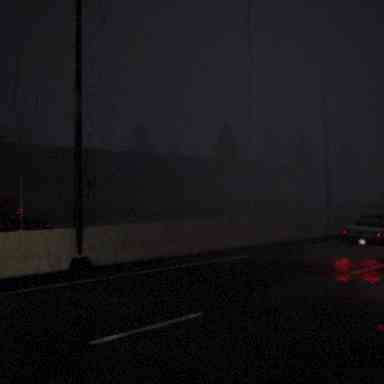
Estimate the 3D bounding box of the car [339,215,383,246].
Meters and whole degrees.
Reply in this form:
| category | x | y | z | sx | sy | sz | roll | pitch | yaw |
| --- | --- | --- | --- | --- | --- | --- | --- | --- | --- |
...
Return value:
| category | x | y | z | sx | sy | sz | roll | pitch | yaw |
| --- | --- | --- | --- | --- | --- | --- | --- | --- | --- |
| car | 8.295 | 1.605 | 13.960 | 4.718 | 1.301 | 1.895 | 0 | 0 | -35 |

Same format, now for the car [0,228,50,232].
| category | x | y | z | sx | sy | sz | roll | pitch | yaw |
| --- | --- | --- | --- | --- | --- | --- | --- | --- | --- |
| car | -7.488 | 1.493 | 11.548 | 4.902 | 1.511 | 2.128 | 0 | 0 | -35 |

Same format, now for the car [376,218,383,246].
| category | x | y | z | sx | sy | sz | roll | pitch | yaw |
| --- | --- | --- | --- | --- | --- | --- | --- | --- | --- |
| car | 7.165 | 1.481 | 8.855 | 5.008 | 1.535 | 1.882 | 0 | 0 | -35 |
